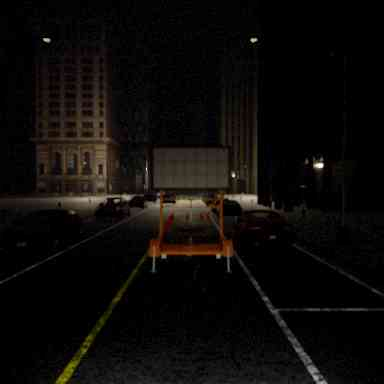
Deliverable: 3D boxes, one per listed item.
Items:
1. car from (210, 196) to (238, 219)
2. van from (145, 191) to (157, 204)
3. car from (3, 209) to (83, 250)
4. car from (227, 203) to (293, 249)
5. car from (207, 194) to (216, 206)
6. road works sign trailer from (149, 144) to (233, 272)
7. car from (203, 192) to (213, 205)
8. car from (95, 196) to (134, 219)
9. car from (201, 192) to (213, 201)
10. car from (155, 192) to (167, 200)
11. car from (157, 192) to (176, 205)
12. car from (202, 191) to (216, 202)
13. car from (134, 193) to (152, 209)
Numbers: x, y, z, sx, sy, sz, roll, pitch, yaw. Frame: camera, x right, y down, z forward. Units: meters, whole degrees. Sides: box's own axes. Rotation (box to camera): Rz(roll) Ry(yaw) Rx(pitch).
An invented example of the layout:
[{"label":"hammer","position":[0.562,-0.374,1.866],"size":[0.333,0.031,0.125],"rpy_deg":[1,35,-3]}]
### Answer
[{"label":"car","position":[2.697,1.230,24.799],"size":[2.008,1.369,4.403],"rpy_deg":[0,1,0]},{"label":"van","position":[-5.886,0.719,47.335],"size":[1.690,1.788,3.998],"rpy_deg":[0,1,0]},{"label":"car","position":[-5.799,1.391,13.495],"size":[1.947,1.339,4.313],"rpy_deg":[0,1,0]},{"label":"car","position":[2.726,1.370,13.519],"size":[1.887,1.381,4.507],"rpy_deg":[0,1,0]},{"label":"car","position":[2.683,1.171,30.440],"size":[1.947,1.339,4.313],"rpy_deg":[0,1,0]},{"label":"road works sign trailer","position":[-0.026,0.332,10.234],"size":[2.380,3.560,2.880],"rpy_deg":[0,1,0]},{"label":"car","position":[2.654,0.977,41.890],"size":[1.752,1.417,4.829],"rpy_deg":[0,1,0]},{"label":"car","position":[-5.828,1.119,24.774],"size":[1.967,1.590,4.097],"rpy_deg":[0,1,0]},{"label":"car","position":[2.612,0.774,58.641],"size":[2.008,1.369,4.403],"rpy_deg":[0,1,0]},{"label":"car","position":[-5.928,0.696,64.259],"size":[2.008,1.369,4.403],"rpy_deg":[0,1,0]},{"label":"car","position":[-3.191,0.889,44.853],"size":[1.882,1.535,5.008],"rpy_deg":[0,1,0]},{"label":"car","position":[2.626,0.741,53.000],"size":[1.967,1.590,4.097],"rpy_deg":[0,1,0]},{"label":"car","position":[-5.856,1.096,36.057],"size":[1.947,1.339,4.313],"rpy_deg":[0,1,0]}]
